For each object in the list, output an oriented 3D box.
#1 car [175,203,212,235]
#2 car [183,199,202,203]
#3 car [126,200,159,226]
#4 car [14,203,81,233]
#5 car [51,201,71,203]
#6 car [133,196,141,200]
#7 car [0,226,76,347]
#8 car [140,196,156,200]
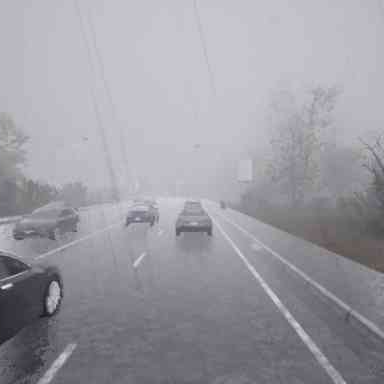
[{"bbox_3d":[0.099,1.568,18.872,1.994,1.385,4.181,0,0,0],"label":"car"},{"bbox_3d":[0.098,1.498,36.694,2.128,1.511,4.902,0,0,0],"label":"car"},{"bbox_3d":[-3.387,1.530,23.166,1.812,1.442,4.674,0,0,0],"label":"car"},{"bbox_3d":[-7.100,1.508,16.780,1.837,1.490,4.892,0,0,0],"label":"car"},{"bbox_3d":[-10.599,1.483,26.505,1.882,1.535,5.008,0,0,0],"label":"car"},{"bbox_3d":[-10.516,1.570,66.149,1.994,1.385,4.181,0,0,0],"label":"car"},{"bbox_3d":[-3.401,1.506,4.515,1.837,1.490,4.892,0,0,0],"label":"car"},{"bbox_3d":[-7.060,1.537,56.342,1.812,1.442,4.674,0,0,0],"label":"car"}]
